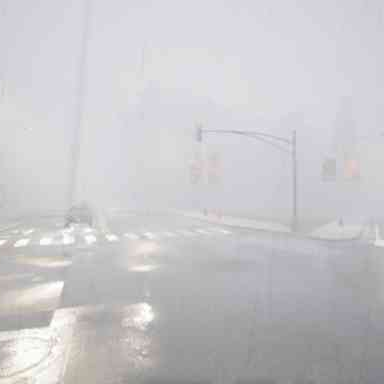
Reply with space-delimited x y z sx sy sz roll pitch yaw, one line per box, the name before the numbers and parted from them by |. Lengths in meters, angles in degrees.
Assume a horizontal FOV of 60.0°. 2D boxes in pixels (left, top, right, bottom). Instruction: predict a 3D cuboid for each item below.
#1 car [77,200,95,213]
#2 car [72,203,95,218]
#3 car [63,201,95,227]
car | -13.960 1.894 44.079 2.128 1.511 4.902 -1 0 -16
car | -11.133 1.851 34.356 1.994 1.385 4.181 -1 0 -16
car | -8.366 1.691 24.899 1.837 1.490 4.892 -1 0 -16
